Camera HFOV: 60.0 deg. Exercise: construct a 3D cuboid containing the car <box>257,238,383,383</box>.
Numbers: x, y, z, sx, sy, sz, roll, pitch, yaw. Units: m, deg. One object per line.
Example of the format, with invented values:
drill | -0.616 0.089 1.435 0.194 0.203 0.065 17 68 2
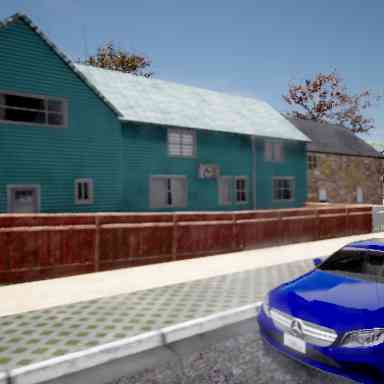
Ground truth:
car | 3.108 1.515 5.261 4.674 1.442 1.812 0 0 -35
